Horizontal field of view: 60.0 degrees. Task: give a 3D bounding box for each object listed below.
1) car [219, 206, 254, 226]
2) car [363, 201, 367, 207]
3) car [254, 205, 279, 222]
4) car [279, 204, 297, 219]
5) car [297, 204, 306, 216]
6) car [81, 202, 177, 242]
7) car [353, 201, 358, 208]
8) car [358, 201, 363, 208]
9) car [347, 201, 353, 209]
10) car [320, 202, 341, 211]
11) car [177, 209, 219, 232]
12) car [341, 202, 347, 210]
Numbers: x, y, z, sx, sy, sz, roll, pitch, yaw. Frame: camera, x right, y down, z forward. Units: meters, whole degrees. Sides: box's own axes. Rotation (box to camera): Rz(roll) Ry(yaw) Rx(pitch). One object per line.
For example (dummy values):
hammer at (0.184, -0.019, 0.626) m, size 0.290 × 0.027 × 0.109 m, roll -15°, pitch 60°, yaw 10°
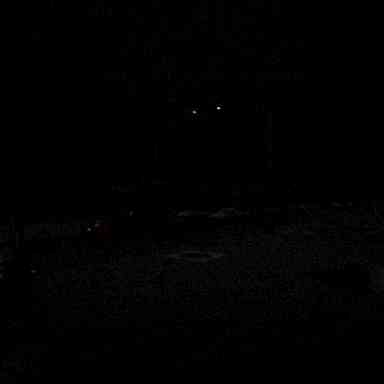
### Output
car at (2.812, 1.834, 26.229) m, size 1.752 × 1.417 × 4.829 m, roll -1°, pitch -1°, yaw 35°
car at (40.440, 2.788, 79.228) m, size 1.947 × 1.339 × 4.313 m, roll -1°, pitch -1°, yaw 35°
car at (6.038, 1.954, 30.772) m, size 1.947 × 1.339 × 4.313 m, roll -1°, pitch -1°, yaw 35°
car at (9.165, 2.030, 35.177) m, size 1.947 × 1.339 × 4.313 m, roll -1°, pitch -1°, yaw 35°
car at (12.293, 2.091, 39.583) m, size 2.008 × 1.369 × 4.403 m, roll -1°, pitch -1°, yaw 35°
car at (-3.344, 1.473, 17.561) m, size 2.192 × 1.841 × 5.009 m, roll -1°, pitch -1°, yaw 35°
car at (31.058, 2.575, 66.013) m, size 1.802 × 1.307 × 4.206 m, roll -1°, pitch -1°, yaw 35°
car at (34.186, 2.635, 70.419) m, size 1.947 × 1.339 × 4.313 m, roll -1°, pitch -1°, yaw 35°
car at (27.931, 2.484, 61.608) m, size 1.947 × 1.339 × 4.313 m, roll -1°, pitch -1°, yaw 35°
car at (21.676, 2.319, 52.798) m, size 2.008 × 1.369 × 4.403 m, roll -1°, pitch -1°, yaw 35°
car at (-0.217, 1.817, 21.961) m, size 1.802 × 1.307 × 4.206 m, roll -1°, pitch -1°, yaw 35°
car at (24.705, 2.366, 57.065) m, size 1.752 × 1.417 × 4.829 m, roll -1°, pitch -1°, yaw 35°
